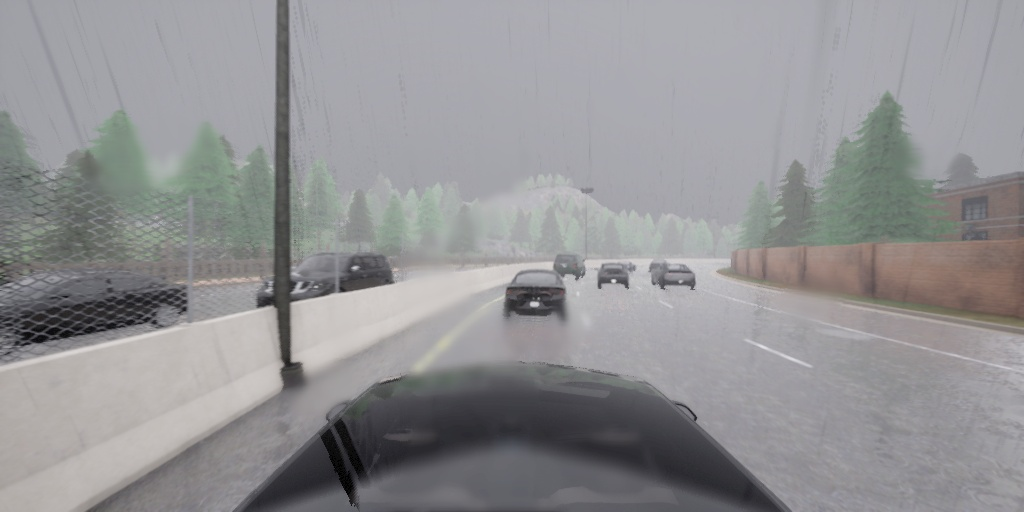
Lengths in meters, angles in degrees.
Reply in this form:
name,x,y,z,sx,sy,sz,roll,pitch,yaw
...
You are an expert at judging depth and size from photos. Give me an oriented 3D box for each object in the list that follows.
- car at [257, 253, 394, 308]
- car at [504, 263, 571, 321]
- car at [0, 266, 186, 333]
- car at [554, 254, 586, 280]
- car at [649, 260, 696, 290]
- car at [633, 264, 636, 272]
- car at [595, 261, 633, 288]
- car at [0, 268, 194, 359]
name,x,y,z,sx,sy,sz,roll,pitch,yaw
car,-6.275,0.893,12.987,2.150,2.045,5.566,0,0,7
car,0.912,1.182,12.435,1.882,1.535,5.008,0,0,7
car,-13.489,1.136,11.055,2.128,1.511,4.902,0,0,6
car,4.941,0.859,30.619,2.150,2.045,5.566,0,0,18
car,9.748,1.192,21.926,2.128,1.511,4.902,0,0,13
car,13.225,1.225,41.655,1.895,1.301,4.718,0,0,26
car,6.416,1.185,23.035,1.837,1.490,4.892,0,0,13
car,-10.218,1.149,8.201,1.882,1.535,5.008,0,0,4
